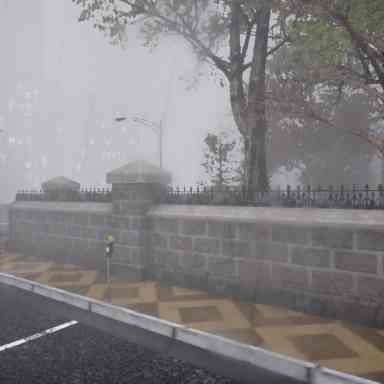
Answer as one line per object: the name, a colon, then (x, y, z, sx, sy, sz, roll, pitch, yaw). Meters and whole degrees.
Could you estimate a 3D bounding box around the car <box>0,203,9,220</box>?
car: (-16.401, 1.695, 27.438, 1.837, 1.490, 4.892, 0, -1, 35)
